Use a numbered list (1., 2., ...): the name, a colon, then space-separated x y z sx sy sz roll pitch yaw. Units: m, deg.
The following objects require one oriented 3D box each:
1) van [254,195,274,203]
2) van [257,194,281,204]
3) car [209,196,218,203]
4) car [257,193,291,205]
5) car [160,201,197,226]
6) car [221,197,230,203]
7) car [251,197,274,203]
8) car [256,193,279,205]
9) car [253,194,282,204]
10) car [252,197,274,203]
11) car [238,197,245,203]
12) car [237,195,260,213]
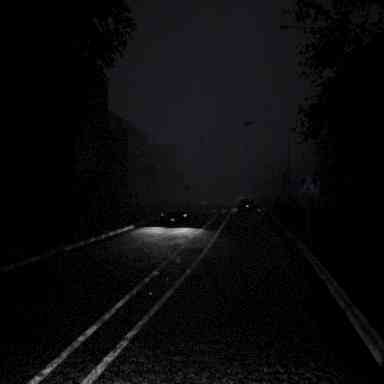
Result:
1. van: 17.656 1.726 81.292 4.442 1.987 1.878 1 -1 -13
2. van: 16.155 1.521 69.546 4.442 1.987 1.878 2 -1 -13
3. car: 5.560 1.896 84.128 1.837 1.490 4.892 0 -1 7
4. car: 14.892 1.324 60.696 5.566 2.045 2.435 2 -1 -13
5. car: -0.775 1.349 21.942 1.812 1.442 4.674 0 0 9
6. car: 8.340 1.917 83.790 1.837 1.490 4.892 0 -1 7
7. car: 18.476 2.044 87.175 5.366 1.575 1.946 1 -1 -13
8. car: 14.568 1.268 57.786 5.566 2.045 2.435 2 -1 -13
9. car: 16.450 1.547 72.458 5.566 2.045 2.435 2 -1 -13
10. car: 17.945 2.027 84.204 4.792 1.488 2.163 1 -1 -13
11. car: 13.248 2.135 89.471 1.895 1.301 4.718 0 -1 7
12. car: 5.661 1.334 34.030 1.994 1.385 4.181 0 0 9
